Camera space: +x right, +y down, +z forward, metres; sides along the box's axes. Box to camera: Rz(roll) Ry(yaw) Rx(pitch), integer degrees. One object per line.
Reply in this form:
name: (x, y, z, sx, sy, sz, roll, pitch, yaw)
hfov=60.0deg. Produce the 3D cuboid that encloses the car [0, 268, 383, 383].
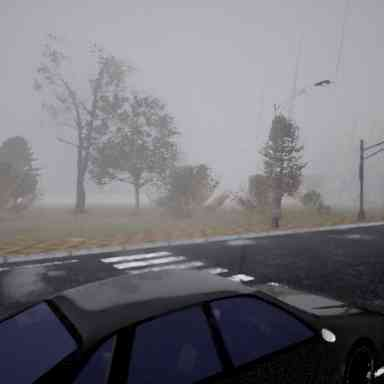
car: (-0.092, 1.547, 3.285, 5.357, 1.411, 2.033, 0, 0, -35)
